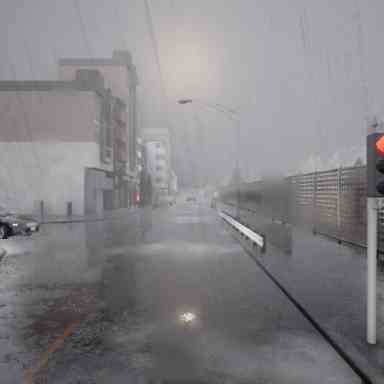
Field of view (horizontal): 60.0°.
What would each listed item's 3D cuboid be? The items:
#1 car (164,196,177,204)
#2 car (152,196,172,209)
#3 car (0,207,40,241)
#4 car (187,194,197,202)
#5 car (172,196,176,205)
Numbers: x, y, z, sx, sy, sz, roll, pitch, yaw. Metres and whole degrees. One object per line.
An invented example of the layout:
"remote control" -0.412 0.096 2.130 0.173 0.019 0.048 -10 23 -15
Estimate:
"car" -4.077 1.490 64.827 2.128 1.511 4.902 0 0 0
"car" -4.116 1.504 44.346 1.837 1.490 4.892 0 0 0
"car" -9.932 1.491 16.448 4.902 1.511 2.128 0 0 14
"car" -0.038 1.353 76.616 2.097 1.767 4.553 0 0 0
"car" -4.113 1.476 54.579 1.882 1.535 5.008 0 0 0
